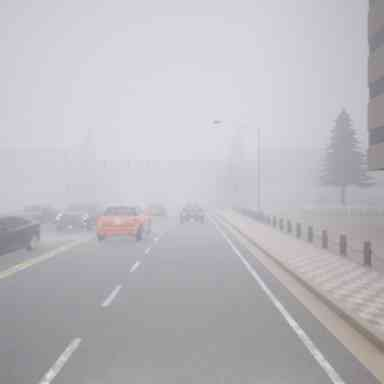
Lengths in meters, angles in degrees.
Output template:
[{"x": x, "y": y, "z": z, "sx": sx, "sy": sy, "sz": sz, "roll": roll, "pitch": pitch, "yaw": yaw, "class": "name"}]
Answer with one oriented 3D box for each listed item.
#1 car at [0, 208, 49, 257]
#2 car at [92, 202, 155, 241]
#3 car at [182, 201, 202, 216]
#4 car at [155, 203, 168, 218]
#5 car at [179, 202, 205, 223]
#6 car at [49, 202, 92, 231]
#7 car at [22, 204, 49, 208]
[{"x": -7.087, "y": 1.534, "z": 11.563, "sx": 1.882, "sy": 1.535, "sz": 5.008, "roll": 0, "pitch": 0, "yaw": 0, "class": "car"}, {"x": -3.408, "y": 1.438, "z": 17.454, "sx": 2.097, "sy": 1.767, "sz": 4.553, "roll": 0, "pitch": 0, "yaw": 0, "class": "car"}, {"x": 0.020, "y": 1.735, "z": 35.170, "sx": 1.994, "sy": 1.385, "sz": 4.181, "roll": 0, "pitch": 0, "yaw": 1, "class": "car"}, {"x": -3.442, "y": 1.719, "z": 31.880, "sx": 1.994, "sy": 1.385, "sz": 4.181, "roll": 0, "pitch": 0, "yaw": 0, "class": "car"}, {"x": 0.022, "y": 1.729, "z": 26.409, "sx": 1.895, "sy": 1.301, "sz": 4.718, "roll": 0, "pitch": 0, "yaw": 1, "class": "car"}, {"x": -7.062, "y": 1.456, "z": 21.524, "sx": 2.097, "sy": 1.767, "sz": 4.553, "roll": 0, "pitch": 0, "yaw": 0, "class": "car"}, {"x": -10.554, "y": 1.601, "z": 22.424, "sx": 2.128, "sy": 1.511, "sz": 4.902, "roll": 0, "pitch": 0, "yaw": 0, "class": "car"}]
